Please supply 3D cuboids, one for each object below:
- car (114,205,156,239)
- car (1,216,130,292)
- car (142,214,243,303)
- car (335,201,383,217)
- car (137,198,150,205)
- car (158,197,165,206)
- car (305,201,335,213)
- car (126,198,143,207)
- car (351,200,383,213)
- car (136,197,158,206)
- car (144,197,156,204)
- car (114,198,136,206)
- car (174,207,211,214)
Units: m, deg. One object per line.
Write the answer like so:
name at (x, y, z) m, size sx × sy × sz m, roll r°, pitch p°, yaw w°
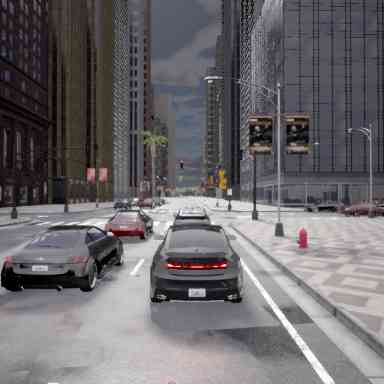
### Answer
car at (-3.177, 1.602, 17.396) m, size 1.994 × 1.385 × 4.181 m, roll 0°, pitch 0°, yaw 0°
car at (-3.170, 1.576, 8.997) m, size 1.994 × 1.385 × 4.181 m, roll 0°, pitch 0°, yaw 1°
car at (0.088, 1.515, 8.222) m, size 1.837 × 1.490 × 4.892 m, roll 0°, pitch 0°, yaw 0°
car at (15.270, 1.577, 29.267) m, size 4.206 × 1.307 × 1.802 m, roll 0°, pitch 0°, yaw -1°
car at (-9.862, 1.927, 67.764) m, size 1.994 × 1.385 × 4.181 m, roll 0°, pitch 0°, yaw 1°
car at (-6.665, 1.655, 60.091) m, size 2.097 × 1.767 × 4.553 m, roll 0°, pitch 0°, yaw 0°
car at (15.126, 1.663, 37.791) m, size 4.313 × 1.339 × 1.947 m, roll 0°, pitch 0°, yaw -1°
car at (-9.924, 1.779, 57.878) m, size 2.128 × 1.511 × 4.902 m, roll 0°, pitch 0°, yaw 0°
car at (20.765, 1.644, 37.888) m, size 4.313 × 1.339 × 1.947 m, roll 0°, pitch 0°, yaw -1°
car at (-6.675, 1.710, 50.053) m, size 1.882 × 1.535 × 5.008 m, roll 0°, pitch 0°, yaw 0°
car at (-9.875, 1.991, 78.358) m, size 2.033 × 1.411 × 5.357 m, roll 0°, pitch 0°, yaw 0°
car at (-9.926, 1.768, 48.324) m, size 2.033 × 1.411 × 5.357 m, roll 0°, pitch 0°, yaw 0°
car at (0.022, 1.530, 17.543) m, size 2.128 × 1.511 × 4.902 m, roll 0°, pitch 0°, yaw 0°
